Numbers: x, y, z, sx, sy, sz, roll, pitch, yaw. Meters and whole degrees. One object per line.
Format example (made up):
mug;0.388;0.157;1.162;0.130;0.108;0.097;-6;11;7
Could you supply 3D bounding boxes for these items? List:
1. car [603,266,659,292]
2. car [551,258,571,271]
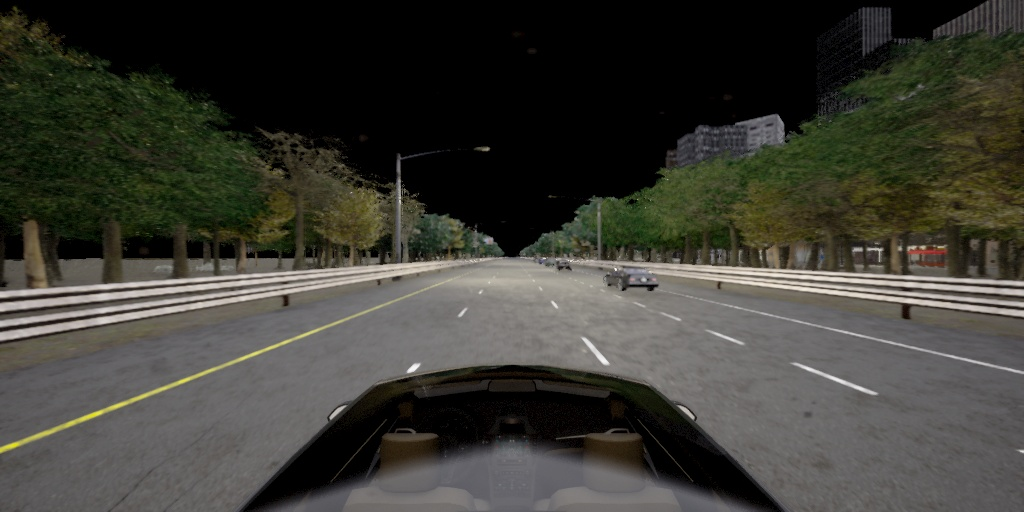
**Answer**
car;7.012;1.312;21.601;2.033;1.411;5.357;0;0;0
car;7.101;1.298;50.495;1.837;1.490;4.892;0;0;0
